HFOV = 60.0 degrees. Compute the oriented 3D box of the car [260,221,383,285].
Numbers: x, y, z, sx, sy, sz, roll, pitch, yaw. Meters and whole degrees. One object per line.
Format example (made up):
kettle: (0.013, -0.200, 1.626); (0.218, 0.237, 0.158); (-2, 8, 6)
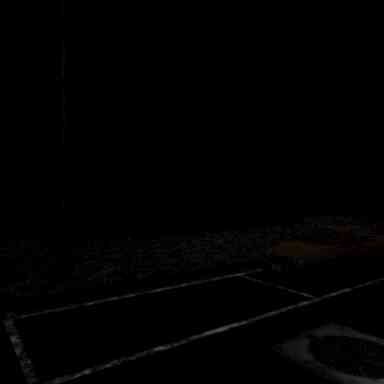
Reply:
car: (4.019, 1.531, 9.518); (4.829, 1.417, 1.752); (0, 0, -36)
